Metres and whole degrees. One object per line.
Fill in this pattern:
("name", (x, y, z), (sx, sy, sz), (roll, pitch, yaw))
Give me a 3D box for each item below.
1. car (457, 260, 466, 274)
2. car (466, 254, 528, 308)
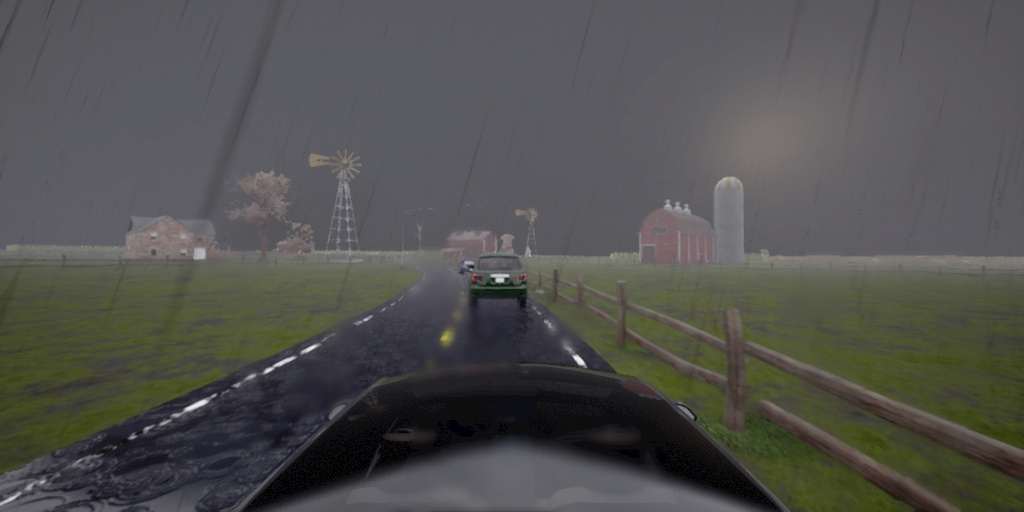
("car", (-4.476, 1.099, 36.811), (1.812, 1.442, 4.674), (0, 0, -14))
("car", (-0.656, 0.921, 15.182), (2.150, 2.045, 5.566), (0, 0, -5))
